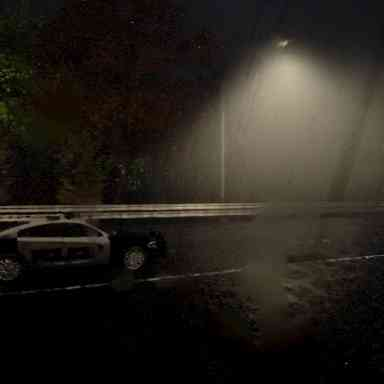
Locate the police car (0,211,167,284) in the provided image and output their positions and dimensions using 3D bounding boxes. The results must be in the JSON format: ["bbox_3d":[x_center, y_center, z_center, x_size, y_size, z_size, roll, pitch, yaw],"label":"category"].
[{"bbox_3d":[-3.328,1.387,9.377,5.238,1.638,1.930,0,0,-23],"label":"police car"}]
